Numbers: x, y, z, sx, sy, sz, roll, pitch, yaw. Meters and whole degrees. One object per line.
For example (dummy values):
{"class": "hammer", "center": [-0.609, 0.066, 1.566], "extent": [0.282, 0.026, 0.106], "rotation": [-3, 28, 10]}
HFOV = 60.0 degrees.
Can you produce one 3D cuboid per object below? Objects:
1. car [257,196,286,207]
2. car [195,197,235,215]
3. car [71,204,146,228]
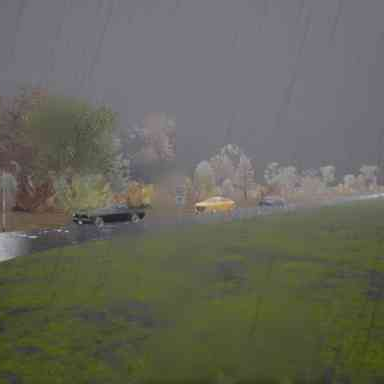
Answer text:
{"class": "car", "center": [10.253, 1.175, 42.515], "extent": [2.033, 1.411, 5.357], "rotation": [0, 1, 36]}
{"class": "car", "center": [2.200, 1.228, 31.463], "extent": [1.882, 1.535, 5.008], "rotation": [0, 1, 36]}
{"class": "car", "center": [-5.237, 1.459, 21.221], "extent": [1.895, 1.301, 4.718], "rotation": [0, 1, 36]}
